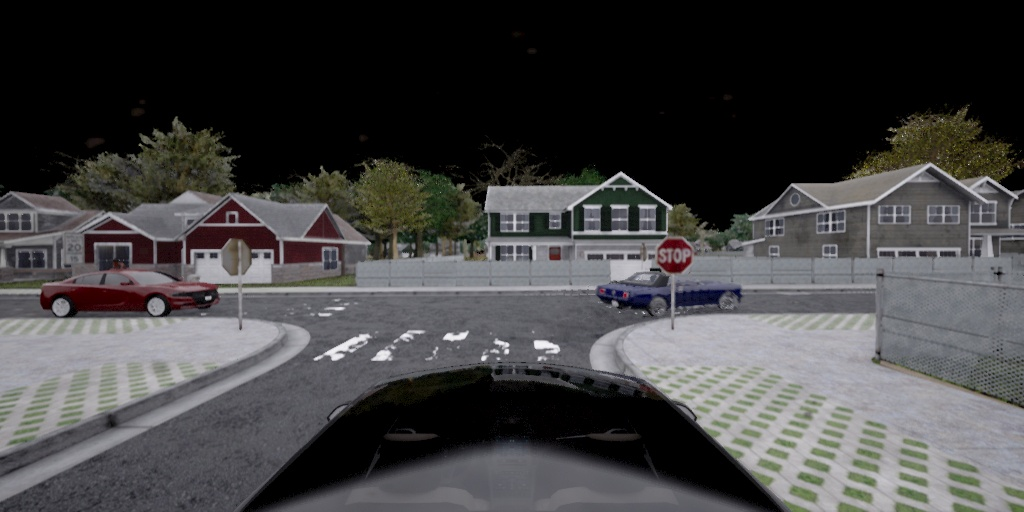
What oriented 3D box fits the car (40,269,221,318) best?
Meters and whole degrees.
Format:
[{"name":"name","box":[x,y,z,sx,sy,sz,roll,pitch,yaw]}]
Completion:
[{"name":"car","box":[-12.917,1.193,12.328,5.008,1.535,1.882,0,1,1]}]

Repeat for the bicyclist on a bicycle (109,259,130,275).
[{"name":"bicyclist on a bicycle","box":[-19.997,0.999,18.256,0.582,1.620,1.656,0,1,1]}]

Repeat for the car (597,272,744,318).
[{"name":"car","box":[5.336,1.173,11.988,4.718,1.301,1.895,-1,1,-20]}]
